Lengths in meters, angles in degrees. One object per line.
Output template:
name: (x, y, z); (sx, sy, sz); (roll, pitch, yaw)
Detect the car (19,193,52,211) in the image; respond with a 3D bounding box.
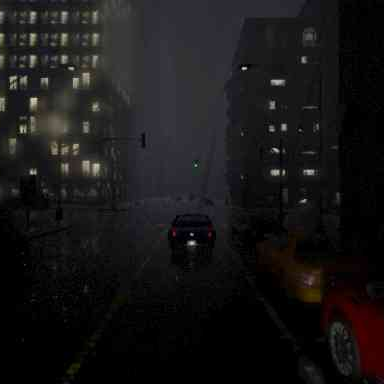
car: (-17.693, 1.030, 35.729); (5.009, 1.841, 2.192); (1, -1, 0)

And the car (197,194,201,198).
car: (2.691, 1.578, 68.607); (2.008, 1.369, 4.403); (0, 0, 0)

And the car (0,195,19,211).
car: (-17.559, 1.010, 27.351); (5.009, 1.841, 2.192); (1, -1, 0)

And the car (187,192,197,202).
car: (0.001, 1.417, 74.541); (1.837, 1.490, 4.892); (0, 0, 0)

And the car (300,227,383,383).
car: (2.692, 1.313, 2.301); (2.192, 1.841, 5.009); (0, 0, 0)

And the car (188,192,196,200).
car: (0.001, 1.103, 88.322); (2.150, 2.045, 5.566); (0, 0, 0)

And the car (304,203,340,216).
car: (14.642, 1.838, 36.007); (4.829, 1.417, 1.752); (1, -1, 0)

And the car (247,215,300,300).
car: (2.691, 1.524, 8.154); (1.752, 1.417, 4.829); (0, 0, 0)

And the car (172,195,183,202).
car: (-3.001, 1.570, 78.934); (2.033, 1.411, 5.357); (0, 0, 0)

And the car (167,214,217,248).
car: (0.000, 1.617, 14.680); (1.895, 1.301, 4.718); (0, 0, 0)

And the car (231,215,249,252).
car: (2.691, 1.565, 13.666); (1.947, 1.339, 4.313); (0, 0, 0)

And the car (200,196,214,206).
car: (2.741, 1.599, 55.690); (1.802, 1.307, 4.206); (0, 0, 0)

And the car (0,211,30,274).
car: (-5.689, 1.438, 7.982); (1.967, 1.590, 4.097); (0, 0, 0)
